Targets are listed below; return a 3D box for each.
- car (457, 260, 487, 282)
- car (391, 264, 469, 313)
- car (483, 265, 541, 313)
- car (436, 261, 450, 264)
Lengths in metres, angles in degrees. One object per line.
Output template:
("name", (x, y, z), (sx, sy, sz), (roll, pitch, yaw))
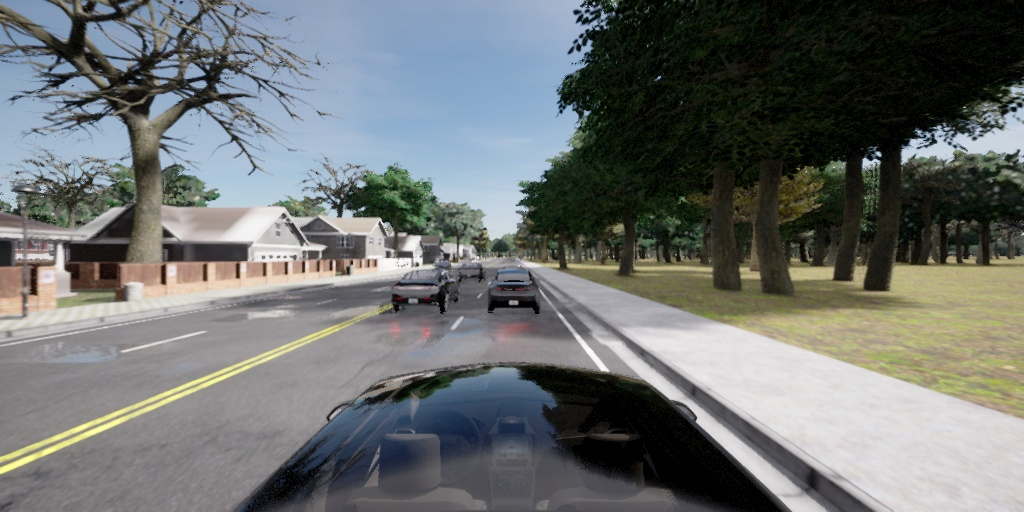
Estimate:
("car", (-3.182, 1.257, 29.155), (2.128, 1.511, 4.902), (0, 0, 0))
("car", (-3.180, 1.245, 14.026), (2.128, 1.511, 4.902), (0, 0, 0))
("car", (0.071, 1.260, 14.043), (1.837, 1.490, 4.892), (0, 0, 0))
("car", (-9.830, 1.354, 51.207), (1.994, 1.385, 4.181), (0, 0, 0))
